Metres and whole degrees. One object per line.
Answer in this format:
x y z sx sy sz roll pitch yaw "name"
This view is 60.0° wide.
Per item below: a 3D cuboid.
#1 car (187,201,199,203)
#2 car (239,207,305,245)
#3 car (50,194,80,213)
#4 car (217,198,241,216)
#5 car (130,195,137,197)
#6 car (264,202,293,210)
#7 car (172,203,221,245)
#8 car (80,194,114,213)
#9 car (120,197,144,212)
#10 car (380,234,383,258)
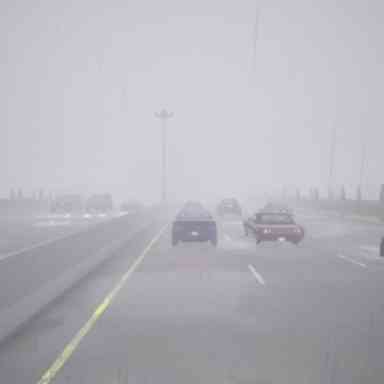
0.102 1.568 33.968 1.994 1.385 4.181 0 0 0 "car"
3.600 1.601 15.588 1.895 1.301 4.718 0 0 0 "car"
-14.092 1.226 37.803 2.150 2.045 5.566 0 0 0 "car"
3.602 1.355 33.283 2.097 1.767 4.553 0 0 0 "car"
-13.998 1.407 79.183 1.812 1.442 4.674 0 0 -1 "car"
7.101 1.548 28.237 2.033 1.411 5.357 0 0 0 "car"
0.101 1.478 15.543 1.882 1.535 5.008 0 0 0 "car"
-10.592 1.225 38.303 2.150 2.045 5.566 0 0 0 "car"
-7.087 1.570 39.055 1.994 1.385 4.181 0 0 0 "car"
7.100 1.352 8.875 2.097 1.767 4.553 0 0 0 "car"
